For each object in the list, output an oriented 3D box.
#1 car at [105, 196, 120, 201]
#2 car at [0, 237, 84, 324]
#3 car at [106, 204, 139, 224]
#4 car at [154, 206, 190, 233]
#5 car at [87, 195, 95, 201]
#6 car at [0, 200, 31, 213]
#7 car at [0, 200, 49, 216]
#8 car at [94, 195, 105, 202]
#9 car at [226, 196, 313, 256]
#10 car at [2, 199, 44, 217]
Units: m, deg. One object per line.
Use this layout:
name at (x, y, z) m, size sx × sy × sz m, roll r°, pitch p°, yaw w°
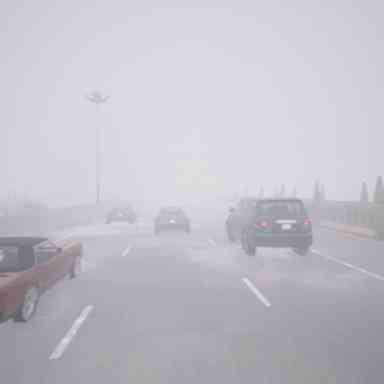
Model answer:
car at (-15.427, 1.543, 65.866) m, size 1.895 × 1.301 × 4.718 m, roll 0°, pitch 0°, yaw -4°
car at (-3.783, 1.603, 7.075) m, size 1.895 × 1.301 × 4.718 m, roll 0°, pitch 0°, yaw -3°
car at (-5.089, 1.541, 24.771) m, size 1.994 × 1.385 × 4.181 m, roll 0°, pitch 0°, yaw -4°
car at (-1.192, 1.535, 19.743) m, size 1.994 × 1.385 × 4.181 m, roll 0°, pitch 0°, yaw -4°
car at (-23.476, 1.440, 78.971) m, size 1.812 × 1.442 × 4.674 m, roll 0°, pitch 0°, yaw -4°
car at (-20.366, 1.613, 38.177) m, size 1.895 × 1.301 × 4.718 m, roll 0°, pitch 0°, yaw -4°
car at (-12.316, 1.496, 24.930) m, size 2.128 × 1.511 × 4.902 m, roll 0°, pitch 0°, yaw -4°
car at (-19.553, 1.484, 73.717) m, size 2.033 × 1.411 × 5.357 m, roll 0°, pitch 0°, yaw -4°
car at (2.814, 1.188, 13.239) m, size 2.150 × 2.045 × 5.566 m, roll 0°, pitch 0°, yaw -4°
car at (-16.427, 1.484, 32.638) m, size 1.882 × 1.535 × 5.008 m, roll 0°, pitch 0°, yaw -4°
